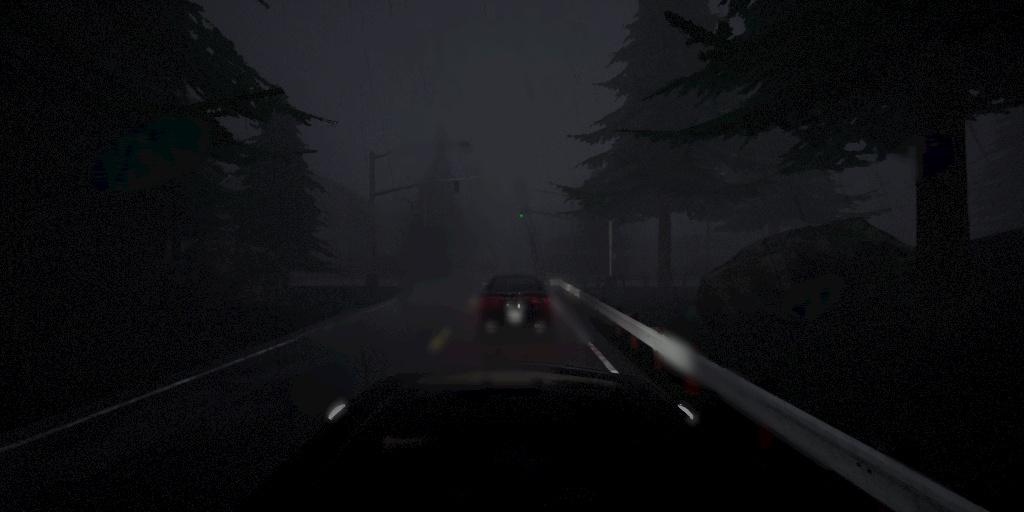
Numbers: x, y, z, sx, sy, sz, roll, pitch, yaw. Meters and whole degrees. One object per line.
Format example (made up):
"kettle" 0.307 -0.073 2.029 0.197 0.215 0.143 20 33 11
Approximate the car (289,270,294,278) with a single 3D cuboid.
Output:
"car" -19.138 0.991 26.267 5.566 2.045 2.150 0 0 1

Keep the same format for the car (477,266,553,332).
"car" 0.111 1.240 10.900 1.882 1.535 5.008 0 0 1

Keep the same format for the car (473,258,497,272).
"car" -3.336 1.288 45.051 1.882 1.535 5.008 0 0 0

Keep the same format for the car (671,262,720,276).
"car" 15.246 1.266 29.531 4.902 1.511 2.128 0 0 0

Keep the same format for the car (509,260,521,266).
"car" 0.449 1.397 61.211 1.994 1.385 4.181 0 0 0

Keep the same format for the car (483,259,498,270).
"car" -3.274 1.303 55.374 1.882 1.535 5.008 0 0 1
